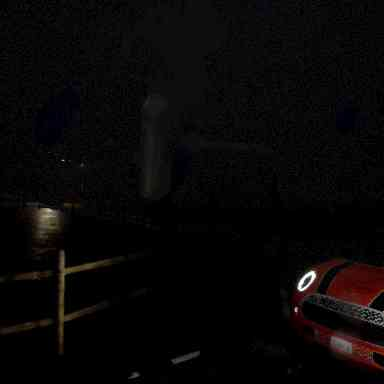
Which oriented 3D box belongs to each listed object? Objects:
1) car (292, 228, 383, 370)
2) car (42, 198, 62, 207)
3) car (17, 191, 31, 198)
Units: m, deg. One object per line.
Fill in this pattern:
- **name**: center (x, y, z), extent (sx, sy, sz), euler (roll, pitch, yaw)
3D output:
- **car**: center (3.771, 1.406, 5.627), extent (4.553, 1.767, 2.097), euler (0, 0, -36)
- **car**: center (-20.410, 1.484, 48.628), extent (1.895, 1.301, 4.718), euler (3, -1, -35)
- **car**: center (-41.376, 0.677, 82.791), extent (1.882, 1.535, 5.008), euler (3, 0, -35)
